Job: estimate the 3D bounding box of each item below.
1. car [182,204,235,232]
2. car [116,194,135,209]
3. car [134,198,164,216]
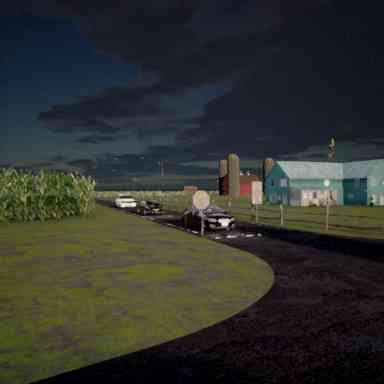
[{"bbox_3d":[0.905,1.524,20.578,2.128,1.511,4.902,-1,0,-22],"label":"car"},{"bbox_3d":[-9.415,1.327,46.953,2.150,2.045,5.566,-1,1,-21],"label":"car"},{"bbox_3d":[-4.222,1.573,33.633,1.837,1.490,4.892,-1,0,-21],"label":"car"}]
